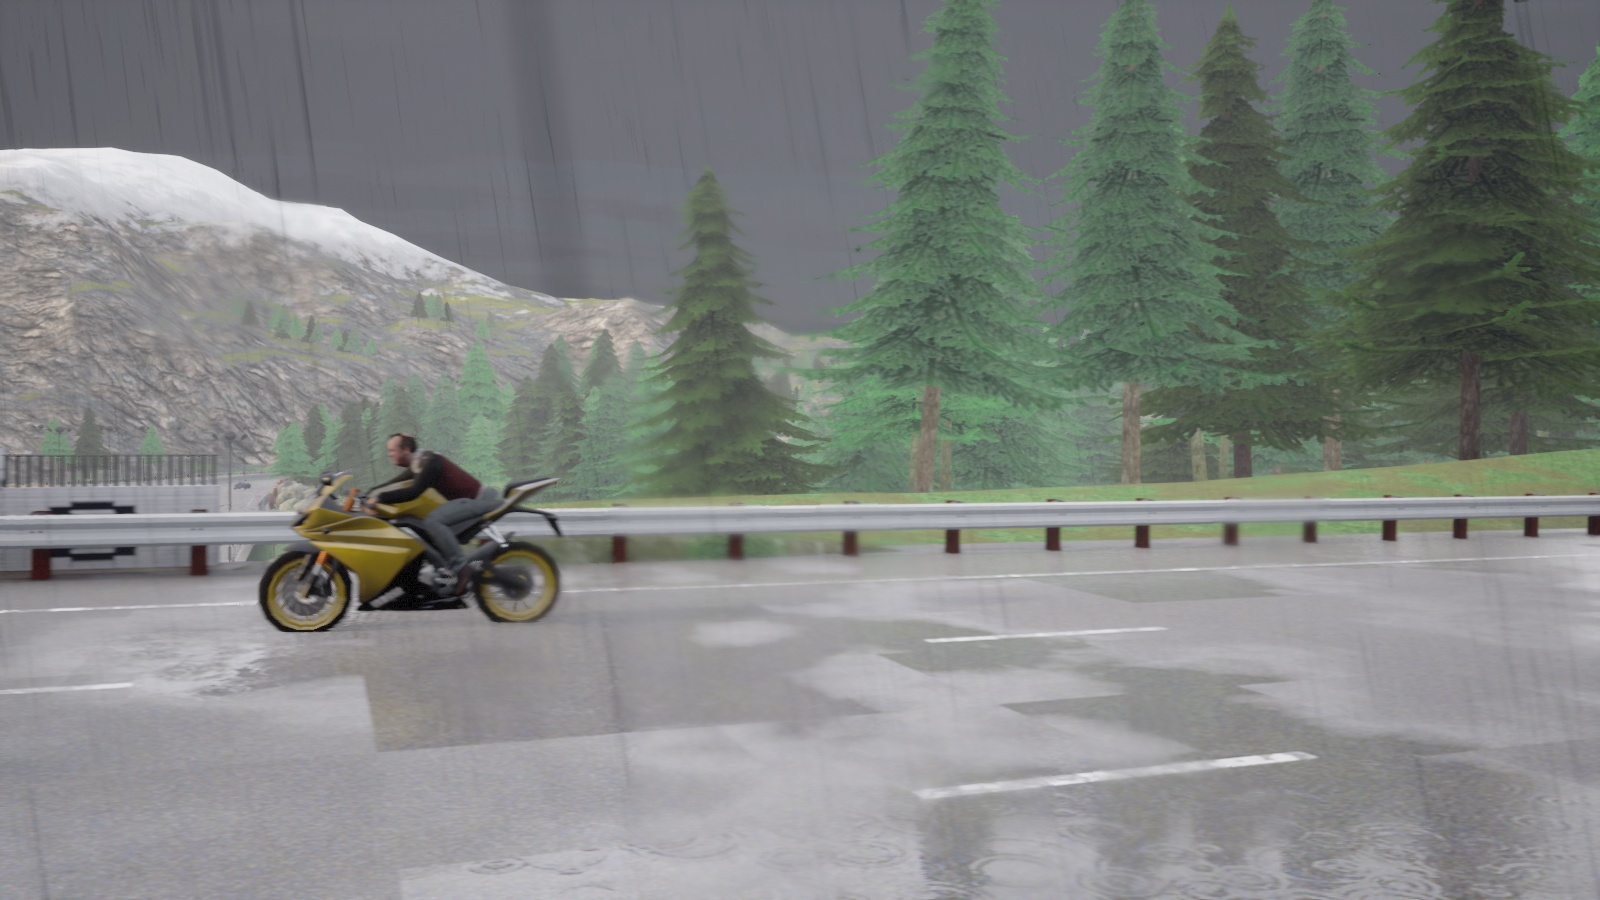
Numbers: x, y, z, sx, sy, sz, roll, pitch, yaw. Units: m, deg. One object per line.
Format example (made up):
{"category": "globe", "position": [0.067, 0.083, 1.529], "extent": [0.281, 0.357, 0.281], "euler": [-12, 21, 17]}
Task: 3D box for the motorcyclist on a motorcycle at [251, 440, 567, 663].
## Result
{"category": "motorcyclist on a motorcycle", "position": [-2.965, 0.709, 9.601], "extent": [2.191, 1.530, 0.866], "euler": [-1, 1, -21]}
